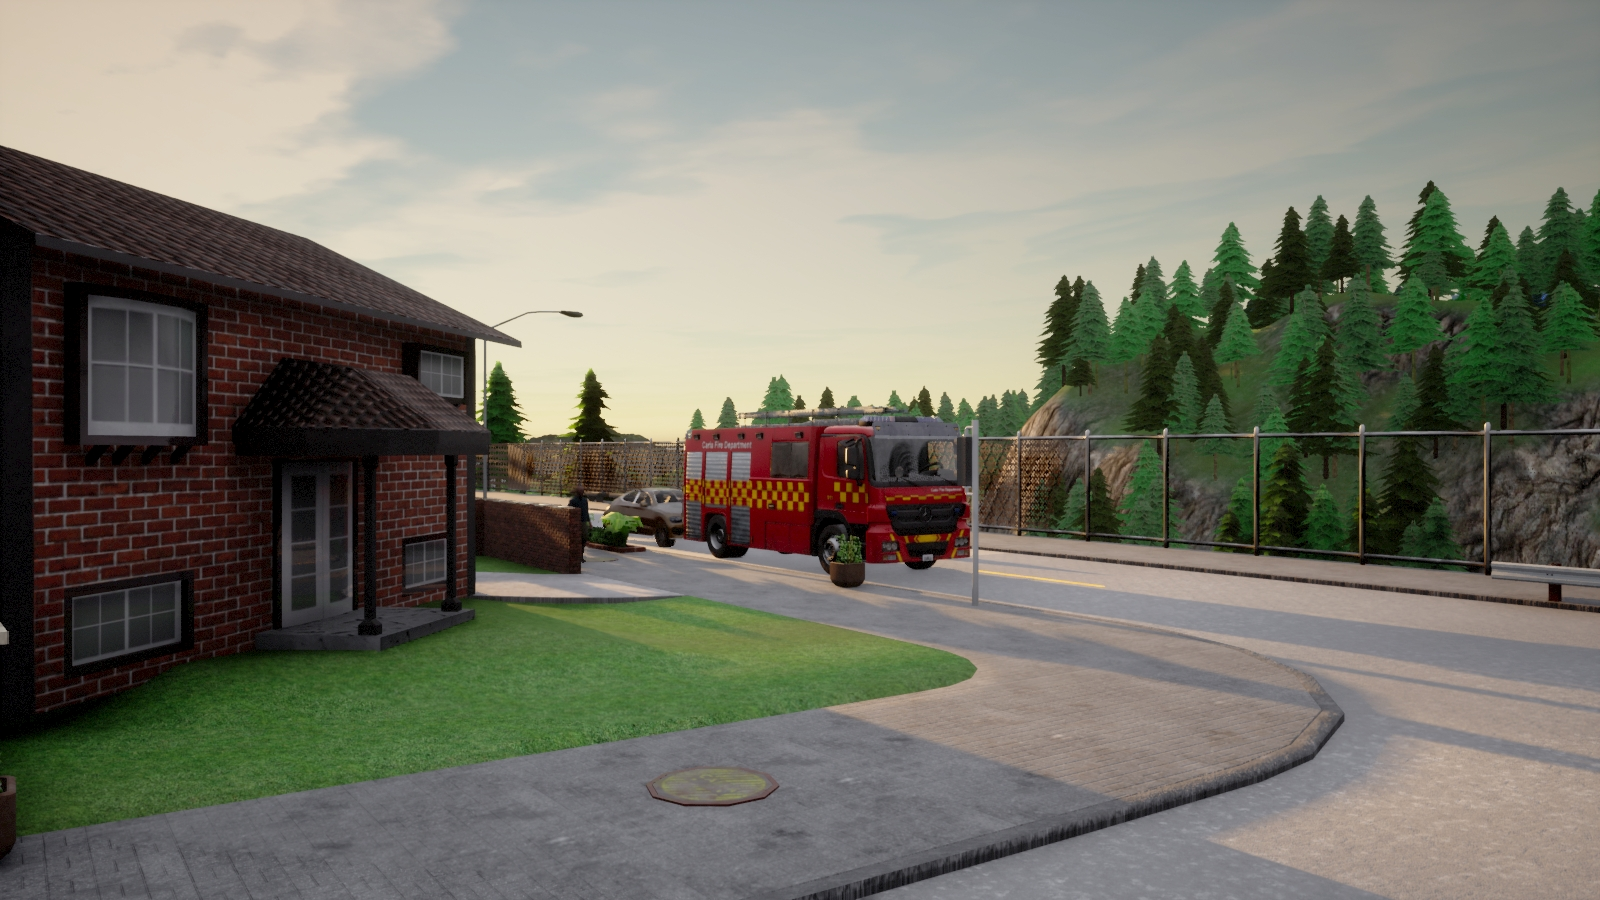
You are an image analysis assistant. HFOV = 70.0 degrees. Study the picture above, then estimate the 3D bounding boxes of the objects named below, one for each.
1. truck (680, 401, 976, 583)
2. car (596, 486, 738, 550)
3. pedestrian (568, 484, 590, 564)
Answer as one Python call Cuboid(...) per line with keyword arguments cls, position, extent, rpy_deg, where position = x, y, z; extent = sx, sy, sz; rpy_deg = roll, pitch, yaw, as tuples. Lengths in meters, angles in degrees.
Cuboid(cls="truck", position=(0.353, 0.890, 28.322), extent=(2.891, 3.827, 8.468), rpy_deg=(0, 0, -35))
Cuboid(cls="car", position=(-4.128, 1.992, 34.736), extent=(2.152, 1.651, 5.027), rpy_deg=(0, 0, -35))
Cuboid(cls="pedestrian", position=(-5.236, 1.745, 27.064), extent=(0.375, 1.860, 0.375), rpy_deg=(0, 0, -38))
